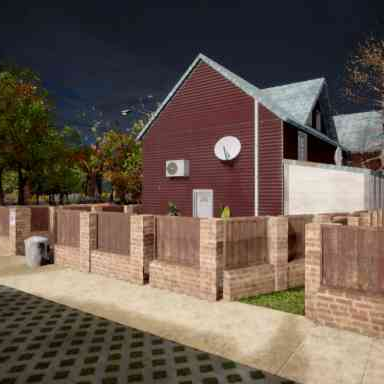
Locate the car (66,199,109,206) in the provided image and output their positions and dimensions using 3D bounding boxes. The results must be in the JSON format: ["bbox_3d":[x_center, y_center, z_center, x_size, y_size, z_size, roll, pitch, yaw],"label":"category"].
[{"bbox_3d":[-10.057,1.432,31.717,2.097,1.767,4.553,0,0,35],"label":"car"}]
